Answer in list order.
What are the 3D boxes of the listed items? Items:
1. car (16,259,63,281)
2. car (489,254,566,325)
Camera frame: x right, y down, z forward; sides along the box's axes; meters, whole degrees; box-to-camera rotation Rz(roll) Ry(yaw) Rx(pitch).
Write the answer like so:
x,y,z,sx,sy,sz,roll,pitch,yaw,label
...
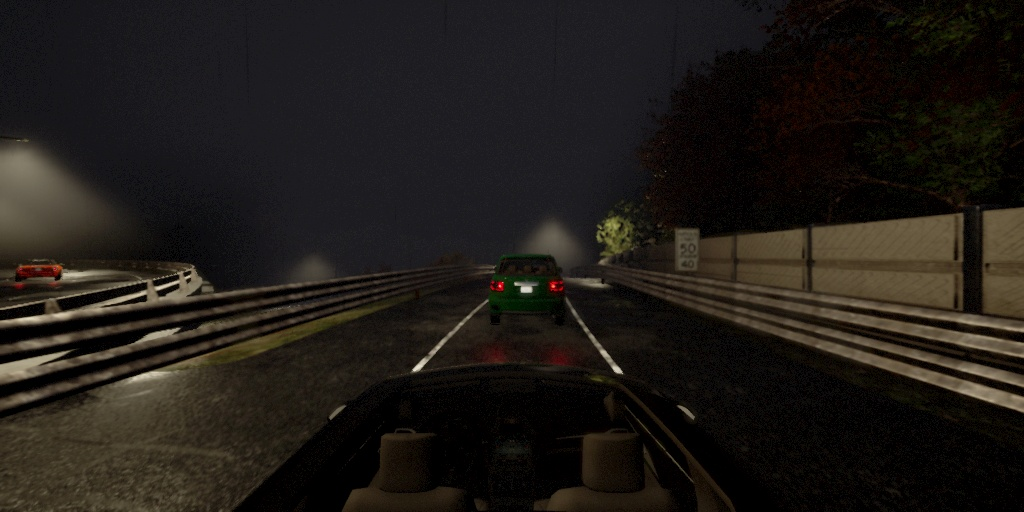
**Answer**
x,y,z,sx,sy,sz,roll,pitch,yaw,label
-37.395,1.010,28.462,4.553,1.767,2.097,1,1,40,car
0.537,0.944,11.923,2.150,2.045,5.566,0,0,3,car
